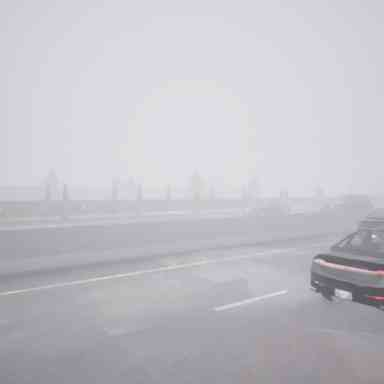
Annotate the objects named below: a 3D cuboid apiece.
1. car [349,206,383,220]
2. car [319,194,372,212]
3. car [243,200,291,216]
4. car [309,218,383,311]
[{"bbox_3d":[9.162,1.506,14.569,4.892,1.490,1.837,0,0,-35],"label":"car"},{"bbox_3d":[14.275,1.223,30.689,5.566,2.045,2.150,0,0,-30],"label":"car"},{"bbox_3d":[6.781,1.494,30.074,4.902,1.511,2.128,0,0,-33],"label":"car"},{"bbox_3d":[4.499,1.492,6.954,4.902,1.511,2.128,0,0,-35],"label":"car"}]
